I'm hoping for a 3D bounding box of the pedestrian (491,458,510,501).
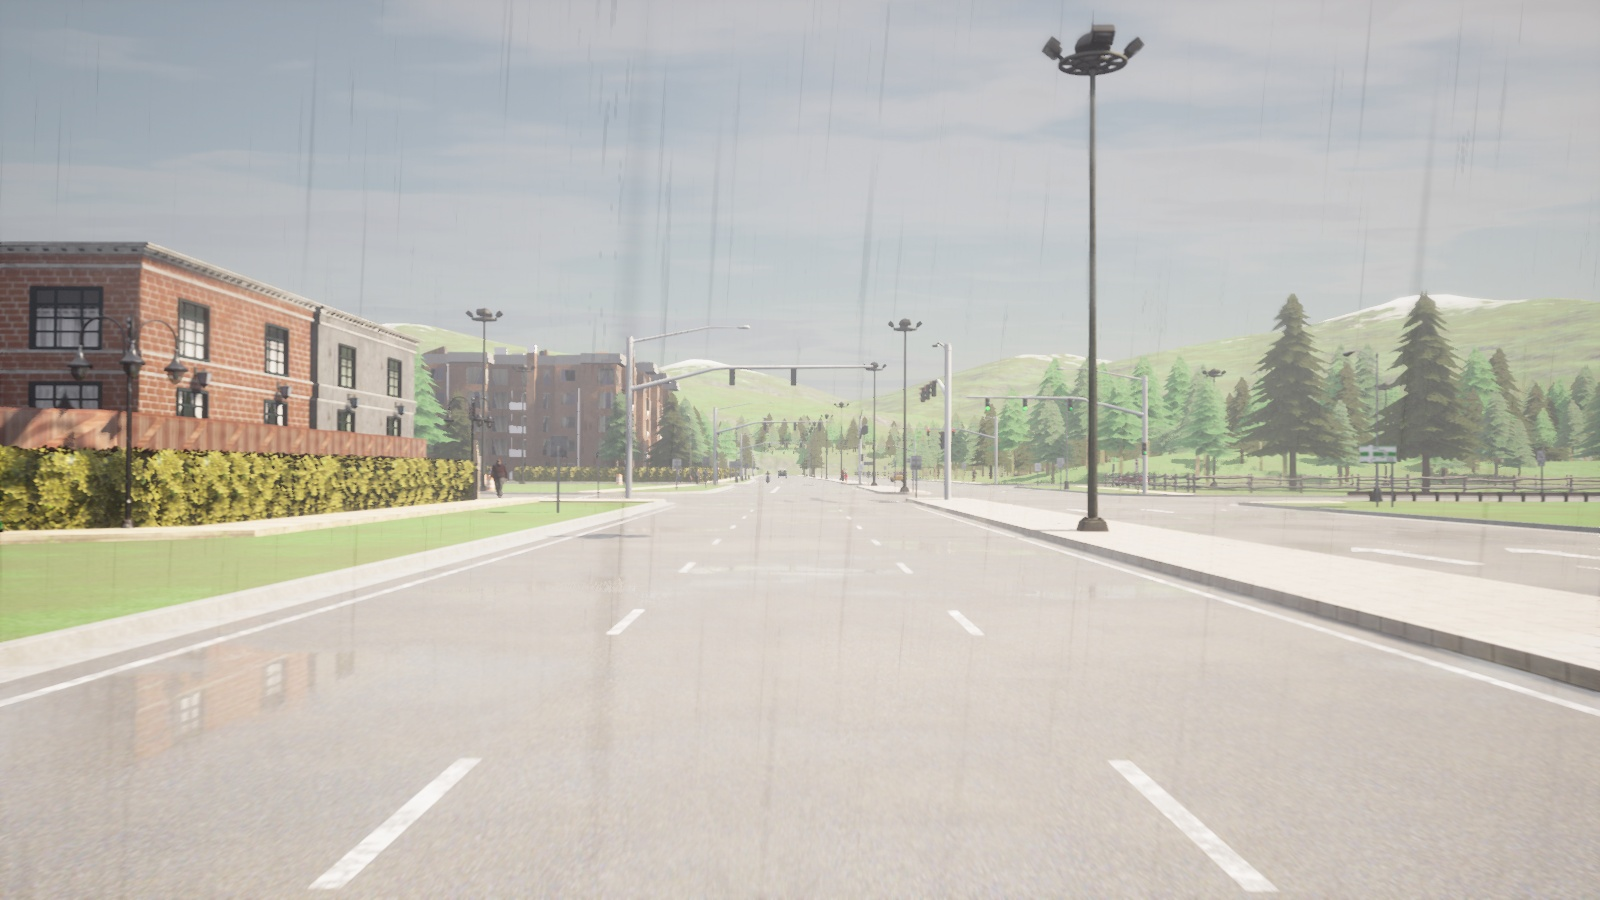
[{"bbox_3d":[-12.944,1.275,54.271,0.634,1.844,0.899,0,-1,-3],"label":"pedestrian"}]
